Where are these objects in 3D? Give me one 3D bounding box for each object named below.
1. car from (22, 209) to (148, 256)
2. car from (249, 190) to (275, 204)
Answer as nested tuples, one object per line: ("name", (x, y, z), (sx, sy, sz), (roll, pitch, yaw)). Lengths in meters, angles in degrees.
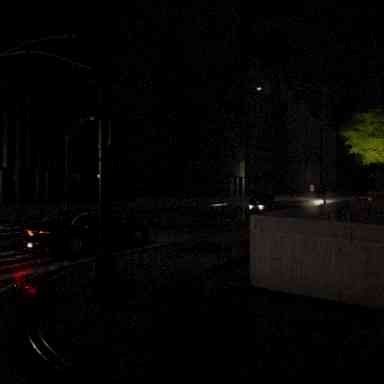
("car", (-3.748, 1.403, 12.551), (1.837, 1.490, 4.892), (0, 1, 35))
("car", (10.640, 0.693, 50.038), (2.150, 2.045, 5.566), (0, 1, 35))
